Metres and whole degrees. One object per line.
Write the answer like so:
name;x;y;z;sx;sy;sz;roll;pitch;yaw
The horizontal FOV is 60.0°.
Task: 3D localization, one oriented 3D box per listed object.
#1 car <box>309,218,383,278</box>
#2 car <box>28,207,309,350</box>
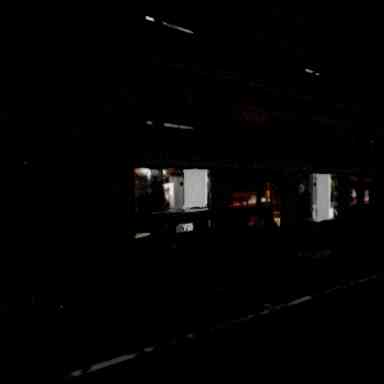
car;4.297;1.449;9.631;4.206;1.307;1.802;-1;1;-36
car;-0.291;1.265;6.352;5.009;1.841;2.192;-1;1;-36
